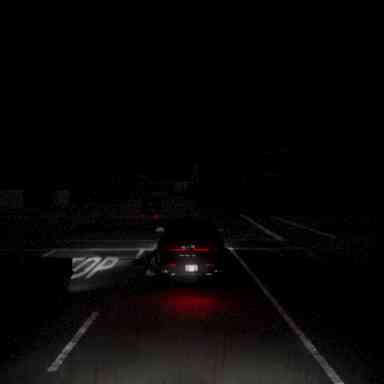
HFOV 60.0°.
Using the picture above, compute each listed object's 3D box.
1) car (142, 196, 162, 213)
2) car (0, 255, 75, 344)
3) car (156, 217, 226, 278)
[{"bbox_3d":[-4.992,1.498,41.409,2.150,2.045,5.566,0,-1,-3],"label":"car"},{"bbox_3d":[-3.462,1.621,5.173,1.895,1.301,4.718,0,0,-1],"label":"car"},{"bbox_3d":[-0.057,1.544,10.296,1.837,1.490,4.892,0,0,-1],"label":"car"}]
